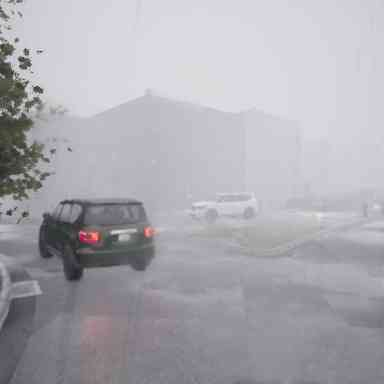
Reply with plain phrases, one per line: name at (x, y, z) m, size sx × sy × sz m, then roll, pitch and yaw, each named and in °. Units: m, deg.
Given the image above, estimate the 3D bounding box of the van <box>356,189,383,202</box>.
van at (29.312, 0.518, 53.941) m, size 1.878 × 1.987 × 4.442 m, roll -1°, pitch 1°, yaw -43°

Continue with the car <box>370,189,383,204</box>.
car at (26.291, 0.768, 44.908) m, size 4.553 × 1.767 × 2.097 m, roll -2°, pitch 1°, yaw -43°

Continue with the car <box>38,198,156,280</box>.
car at (-3.138, 1.191, 10.254) m, size 2.150 × 2.045 × 5.566 m, roll 0°, pitch 0°, yaw -34°

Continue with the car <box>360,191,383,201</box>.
car at (31.237, 0.695, 55.923) m, size 2.097 × 1.535 × 5.008 m, roll -1°, pitch 1°, yaw -43°

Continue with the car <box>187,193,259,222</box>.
car at (2.394, 1.076, 24.810) m, size 5.566 × 2.045 × 2.150 m, roll -1°, pitch 0°, yaw -29°

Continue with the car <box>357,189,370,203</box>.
car at (25.199, 0.591, 50.264) m, size 2.435 × 2.045 × 5.566 m, roll -1°, pitch 1°, yaw -43°

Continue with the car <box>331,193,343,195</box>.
car at (15.184, 1.071, 40.795) m, size 2.097 × 1.535 × 5.008 m, roll -1°, pitch 1°, yaw -43°

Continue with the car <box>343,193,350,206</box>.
car at (17.195, 1.069, 42.680) m, size 2.002 × 1.452 × 4.674 m, roll -1°, pitch 1°, yaw -43°

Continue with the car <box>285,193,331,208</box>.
car at (13.197, 0.984, 38.873) m, size 2.185 × 1.767 × 4.553 m, roll -1°, pitch 1°, yaw -43°

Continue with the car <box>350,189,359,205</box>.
car at (19.219, 0.860, 44.548) m, size 2.185 × 1.767 × 4.553 m, roll -1°, pitch 1°, yaw -43°

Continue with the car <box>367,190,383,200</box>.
car at (33.225, 0.522, 57.831) m, size 2.185 × 1.767 × 4.553 m, roll -1°, pitch 1°, yaw -43°

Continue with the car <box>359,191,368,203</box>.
car at (21.205, 0.942, 46.471) m, size 2.231 × 1.521 × 4.892 m, roll -1°, pitch 1°, yaw -43°

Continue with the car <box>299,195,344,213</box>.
car at (12.551, 1.263, 32.149) m, size 4.181 × 1.385 × 1.994 m, roll -1°, pitch 1°, yaw -42°
